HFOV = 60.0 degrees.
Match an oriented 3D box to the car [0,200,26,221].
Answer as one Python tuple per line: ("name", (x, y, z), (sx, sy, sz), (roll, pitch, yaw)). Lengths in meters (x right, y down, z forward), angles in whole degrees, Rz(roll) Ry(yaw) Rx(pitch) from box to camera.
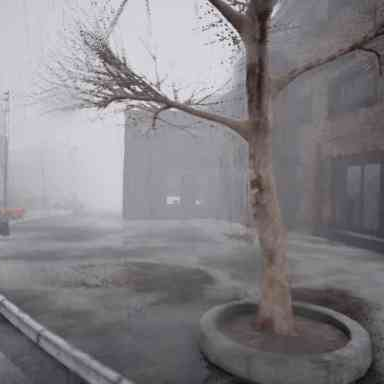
("car", (-16.167, 1.509, 28.723), (2.097, 1.767, 4.553), (1, -1, -6))

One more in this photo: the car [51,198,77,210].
("car", (-18.840, 1.712, 49.065), (2.097, 1.767, 4.553), (1, -1, 8))
